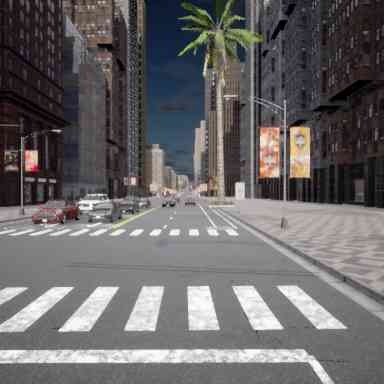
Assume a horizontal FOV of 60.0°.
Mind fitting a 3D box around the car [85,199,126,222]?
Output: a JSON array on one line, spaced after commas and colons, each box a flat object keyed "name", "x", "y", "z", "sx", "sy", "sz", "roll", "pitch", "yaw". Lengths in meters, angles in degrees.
[{"name": "car", "x": -6.736, "y": 1.531, "z": 26.168, "sx": 1.812, "sy": 1.442, "sz": 4.674, "roll": 0, "pitch": 0, "yaw": 0}]

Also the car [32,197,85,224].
[{"name": "car", "x": -9.981, "y": 1.357, "z": 24.759, "sx": 2.097, "sy": 1.767, "sz": 4.553, "roll": 0, "pitch": 0, "yaw": 0}]

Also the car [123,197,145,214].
[{"name": "car", "x": -6.794, "y": 1.558, "z": 35.839, "sx": 2.033, "sy": 1.411, "sz": 5.357, "roll": 0, "pitch": 0, "yaw": 0}]

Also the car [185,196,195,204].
[{"name": "car", "x": -0.366, "y": 1.538, "z": 66.534, "sx": 1.882, "sy": 1.535, "sz": 5.008, "roll": 0, "pitch": 0, "yaw": 0}]

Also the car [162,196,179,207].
[{"name": "car", "x": -3.428, "y": 1.628, "z": 50.471, "sx": 1.895, "sy": 1.301, "sz": 4.718, "roll": 0, "pitch": 0, "yaw": 0}]

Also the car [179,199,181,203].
[{"name": "car", "x": -3.532, "y": 1.594, "z": 69.852, "sx": 1.812, "sy": 1.442, "sz": 4.674, "roll": 0, "pitch": 0, "yaw": 0}]

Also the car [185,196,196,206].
[{"name": "car", "x": -0.308, "y": 1.585, "z": 56.112, "sx": 2.033, "sy": 1.411, "sz": 5.357, "roll": 0, "pitch": 0, "yaw": 0}]

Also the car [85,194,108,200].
[{"name": "car", "x": -10.035, "y": 1.231, "z": 34.247, "sx": 2.150, "sy": 2.045, "sz": 5.566, "roll": 0, "pitch": 0, "yaw": 0}]

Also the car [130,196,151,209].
[{"name": "car", "x": -6.841, "y": 1.513, "z": 46.135, "sx": 2.128, "sy": 1.511, "sz": 4.902, "roll": 0, "pitch": 0, "yaw": 0}]
